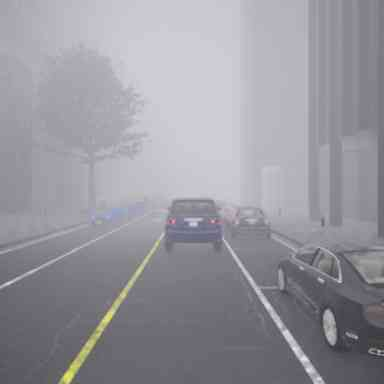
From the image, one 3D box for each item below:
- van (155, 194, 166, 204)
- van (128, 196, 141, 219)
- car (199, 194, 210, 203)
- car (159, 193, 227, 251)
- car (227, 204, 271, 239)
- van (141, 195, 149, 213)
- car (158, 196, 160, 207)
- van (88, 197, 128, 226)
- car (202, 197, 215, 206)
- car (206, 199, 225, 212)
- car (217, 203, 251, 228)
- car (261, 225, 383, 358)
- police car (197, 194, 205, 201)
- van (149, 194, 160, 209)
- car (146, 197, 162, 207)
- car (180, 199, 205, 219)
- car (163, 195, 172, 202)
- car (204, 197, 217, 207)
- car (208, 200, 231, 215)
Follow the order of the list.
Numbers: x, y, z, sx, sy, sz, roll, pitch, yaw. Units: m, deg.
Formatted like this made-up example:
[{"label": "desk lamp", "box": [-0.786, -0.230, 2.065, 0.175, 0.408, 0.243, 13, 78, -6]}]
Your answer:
[{"label": "van", "box": [-5.795, 1.343, 62.146, 1.690, 1.788, 3.998, 0, 0, 0]}, {"label": "van", "box": [-5.777, 1.336, 28.435, 1.690, 1.788, 3.998, 0, 0, 0]}, {"label": "car", "box": [2.723, 1.322, 73.397, 2.192, 1.841, 5.009, 0, 0, 0]}, {"label": "car", "box": [0.074, 1.216, 14.223, 2.150, 2.045, 5.566, 0, 0, 1]}, {"label": "car", "box": [2.754, 1.436, 17.209, 1.967, 1.590, 4.097, 0, 0, 0]}, {"label": "van", "box": [-5.780, 1.336, 34.054, 1.690, 1.788, 3.998, 0, 0, 0]}, {"label": "car", "box": [-3.112, 1.561, 45.250, 1.994, 1.385, 4.181, 0, 0, 0]}, {"label": "van", "box": [-5.774, 1.336, 22.817, 1.690, 1.788, 3.998, 0, 0, 0]}, {"label": "car", "box": [2.732, 1.566, 56.540, 1.947, 1.339, 4.313, 0, 0, 0]}, {"label": "car", "box": [2.742, 1.562, 39.684, 1.947, 1.339, 4.313, 0, 0, 0]}, {"label": "car", "box": [2.751, 1.521, 22.997, 1.752, 1.417, 4.829, 0, 0, 0]}, {"label": "car", "box": [2.760, 1.549, 5.971, 2.008, 1.369, 4.403, 0, 0, 0]}, {"label": "police car", "box": [2.318, 1.444, 88.729, 1.930, 1.638, 5.238, 0, 0, 0]}, {"label": "van", "box": [-5.786, 1.338, 45.290, 1.690, 1.788, 3.998, 0, 0, 0]}, {"label": "car", "box": [-5.789, 1.543, 50.908, 1.887, 1.381, 4.507, 0, 0, 0]}, {"label": "car", "box": [0.068, 1.487, 30.305, 2.128, 1.511, 4.902, 0, 0, 0]}, {"label": "car", "box": [-5.805, 1.536, 78.830, 1.752, 1.417, 4.829, 0, 0, 0]}, {"label": "car", "box": [2.735, 1.524, 51.091, 1.752, 1.417, 4.829, 0, 0, 0]}, {"label": "car", "box": [2.745, 1.561, 34.065, 1.947, 1.339, 4.313, 0, 0, 0]}]
